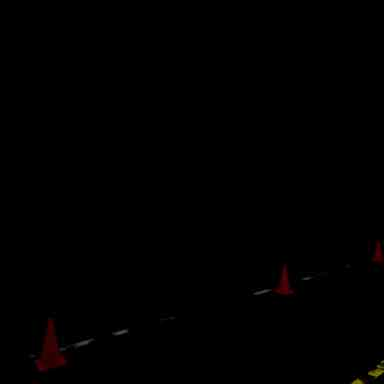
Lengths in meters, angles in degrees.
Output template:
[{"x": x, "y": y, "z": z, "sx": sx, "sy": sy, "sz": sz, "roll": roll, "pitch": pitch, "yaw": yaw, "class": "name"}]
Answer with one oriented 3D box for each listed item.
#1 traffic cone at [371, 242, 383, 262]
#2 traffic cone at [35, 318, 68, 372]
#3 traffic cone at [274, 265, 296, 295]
[{"x": 5.859, "y": 1.874, "z": 10.449, "sx": 0.340, "sy": 0.580, "sz": 0.340, "roll": -1, "pitch": 0, "yaw": -40, "class": "traffic cone"}, {"x": -1.856, "y": 1.956, "z": 4.379, "sx": 0.340, "sy": 0.580, "sz": 0.340, "roll": -1, "pitch": 0, "yaw": -36, "class": "traffic cone"}, {"x": 2.053, "y": 1.915, "z": 7.350, "sx": 0.340, "sy": 0.580, "sz": 0.340, "roll": -1, "pitch": 0, "yaw": -38, "class": "traffic cone"}]
